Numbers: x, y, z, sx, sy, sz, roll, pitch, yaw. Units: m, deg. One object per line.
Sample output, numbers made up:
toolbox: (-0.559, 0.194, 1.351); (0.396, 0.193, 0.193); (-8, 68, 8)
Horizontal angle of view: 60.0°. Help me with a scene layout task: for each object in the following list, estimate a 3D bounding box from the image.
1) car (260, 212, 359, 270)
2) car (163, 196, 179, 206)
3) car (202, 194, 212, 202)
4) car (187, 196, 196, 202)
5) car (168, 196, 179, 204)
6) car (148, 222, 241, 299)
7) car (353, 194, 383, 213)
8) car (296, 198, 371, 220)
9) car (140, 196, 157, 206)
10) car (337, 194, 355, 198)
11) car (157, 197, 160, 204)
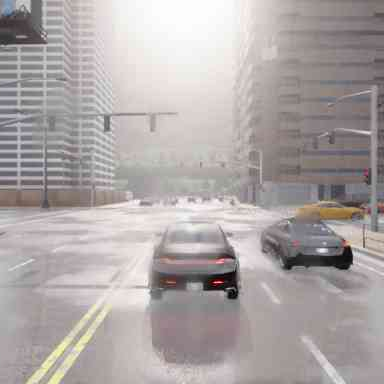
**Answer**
car: (3.563, 1.564, 11.072); (1.994, 1.385, 4.181); (0, 0, 0)
car: (-3.673, 1.491, 55.049); (2.128, 1.511, 4.902); (0, 0, 0)
car: (3.382, 1.355, 76.795); (2.097, 1.767, 4.553); (0, 0, 0)
car: (-0.112, 1.540, 74.159); (2.033, 1.411, 5.357); (0, 0, 0)
car: (-3.645, 1.505, 64.988); (1.837, 1.490, 4.892); (0, 0, 0)
car: (0.052, 1.492, 8.420); (2.128, 1.511, 4.902); (0, 0, 0)
car: (18.967, 1.352, 32.960); (4.553, 1.767, 2.097); (0, 0, 0)
car: (10.689, 1.477, 25.809); (5.008, 1.535, 1.882); (0, 0, 0)
car: (-7.177, 1.526, 53.254); (1.812, 1.442, 4.674); (0, 0, 1)
car: (17.141, 1.221, 36.480); (5.566, 2.045, 2.150); (0, 0, 0)
car: (-7.152, 1.526, 63.167); (1.812, 1.442, 4.674); (0, 0, 1)
